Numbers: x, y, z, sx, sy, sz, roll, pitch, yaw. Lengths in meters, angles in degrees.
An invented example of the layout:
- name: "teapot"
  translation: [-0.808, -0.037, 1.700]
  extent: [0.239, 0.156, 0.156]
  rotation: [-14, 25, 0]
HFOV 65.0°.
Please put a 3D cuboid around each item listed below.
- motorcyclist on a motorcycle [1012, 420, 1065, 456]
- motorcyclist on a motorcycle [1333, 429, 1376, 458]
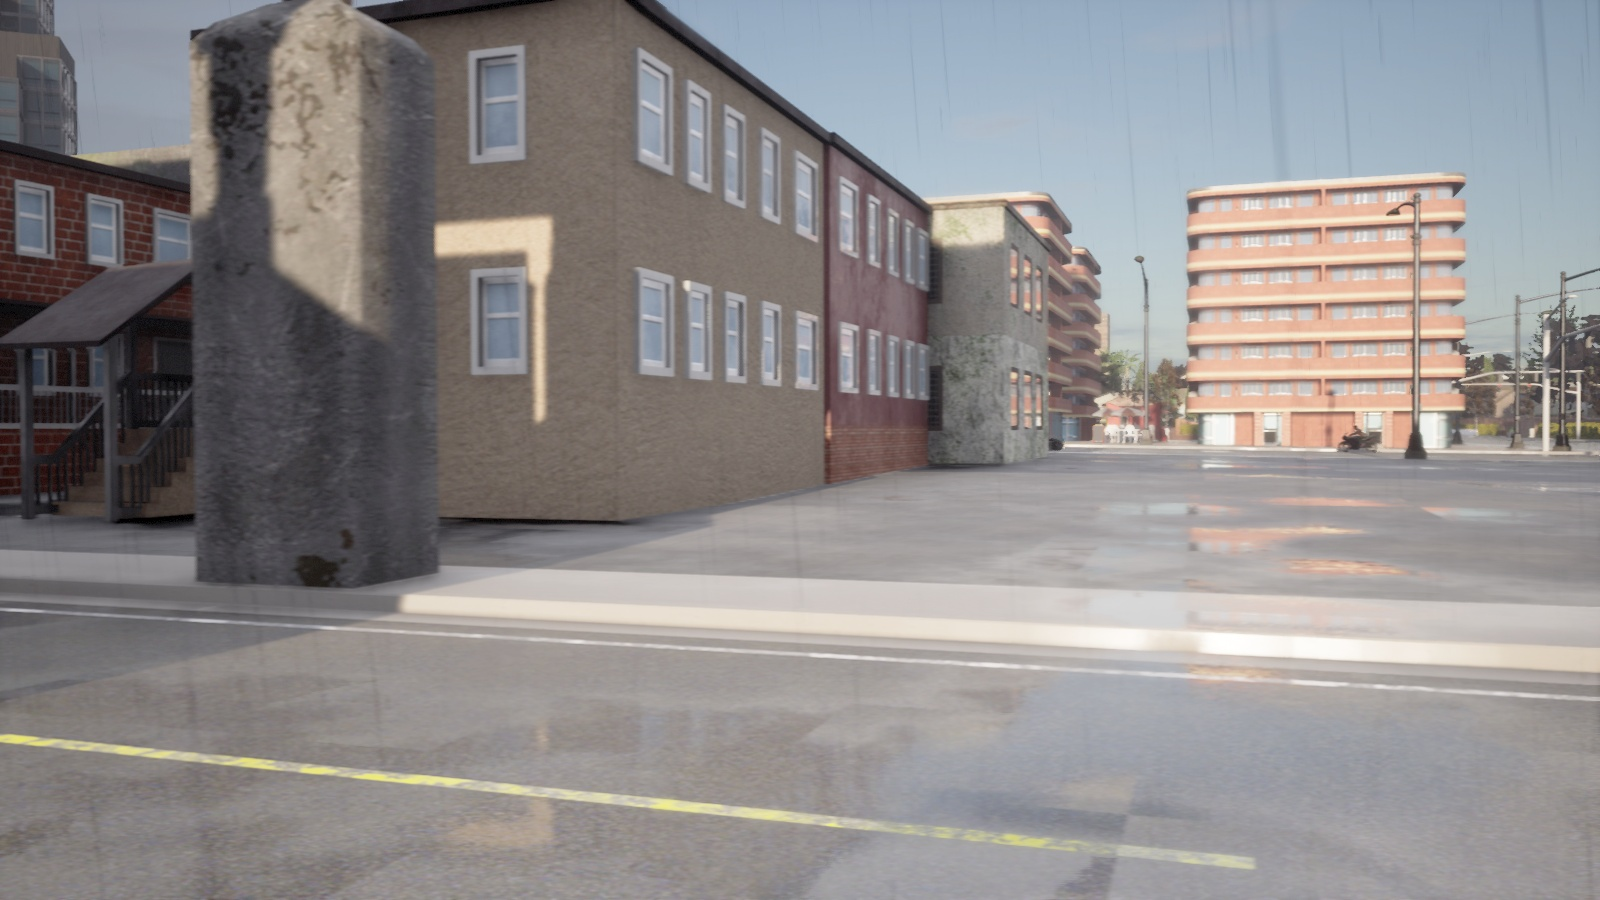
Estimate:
- name: "motorcyclist on a motorcycle"
  translation: [11.379, -0.586, 59.976]
  extent: [2.350, 1.649, 0.766]
  rotation: [2, 1, 19]
- name: "motorcyclist on a motorcycle"
  translation: [30.224, -0.372, 68.454]
  extent: [2.044, 1.523, 0.797]
  rotation: [1, 1, 18]
